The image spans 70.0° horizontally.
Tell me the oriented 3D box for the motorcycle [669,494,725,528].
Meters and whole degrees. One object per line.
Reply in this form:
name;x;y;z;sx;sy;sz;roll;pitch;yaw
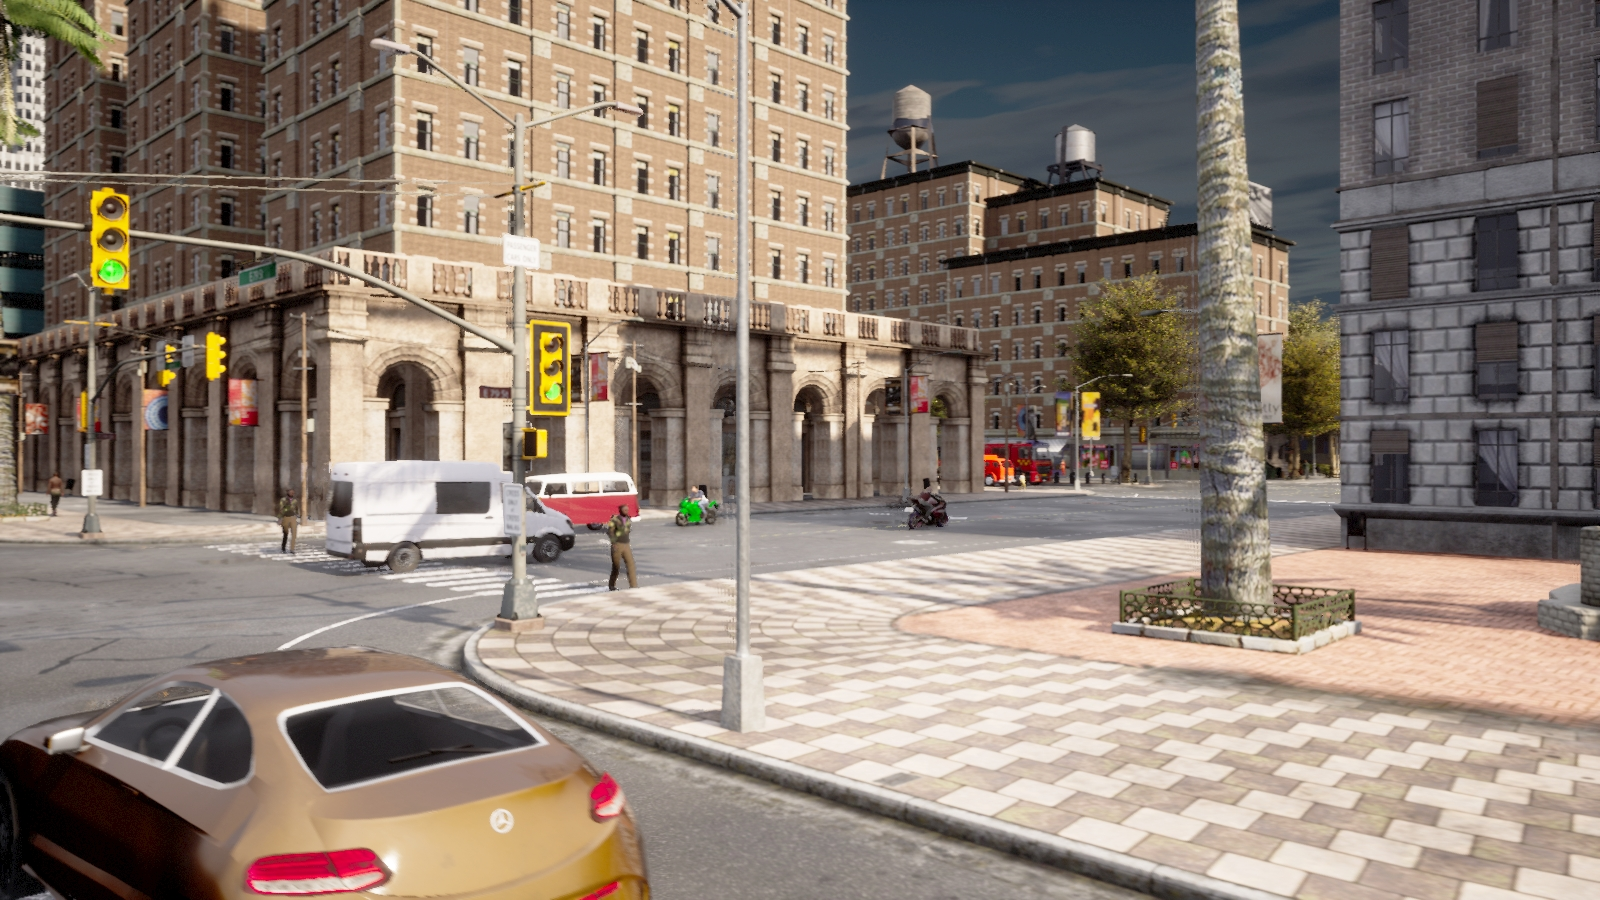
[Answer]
motorcycle;-3.816;2.240;42.346;0.803;1.145;2.033;0;0;45

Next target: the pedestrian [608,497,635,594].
pedestrian;-3.503;1.864;22.398;0.375;1.860;0.375;0;0;-40

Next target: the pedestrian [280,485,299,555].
pedestrian;-13.808;1.873;30.905;0.375;1.860;0.375;0;0;-42

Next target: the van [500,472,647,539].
van;-7.596;1.809;38.586;2.069;2.038;4.480;0;0;45

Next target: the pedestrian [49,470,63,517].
pedestrian;-29.771;1.736;45.722;0.375;1.860;0.375;0;0;-44

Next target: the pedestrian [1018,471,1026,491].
pedestrian;14.601;2.013;75.190;0.375;1.300;0.375;0;0;41

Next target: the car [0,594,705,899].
car;-3.048;1.998;6.752;5.027;1.651;2.152;0;0;43

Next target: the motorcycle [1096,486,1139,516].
motorcycle;14.028;2.228;50.482;0.867;1.251;2.209;0;0;45

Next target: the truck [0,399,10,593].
truck;-20.041;0.913;21.536;8.468;3.827;2.891;0;0;3

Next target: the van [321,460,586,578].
van;-8.365;1.555;28.011;5.915;2.561;1.988;0;0;-41
